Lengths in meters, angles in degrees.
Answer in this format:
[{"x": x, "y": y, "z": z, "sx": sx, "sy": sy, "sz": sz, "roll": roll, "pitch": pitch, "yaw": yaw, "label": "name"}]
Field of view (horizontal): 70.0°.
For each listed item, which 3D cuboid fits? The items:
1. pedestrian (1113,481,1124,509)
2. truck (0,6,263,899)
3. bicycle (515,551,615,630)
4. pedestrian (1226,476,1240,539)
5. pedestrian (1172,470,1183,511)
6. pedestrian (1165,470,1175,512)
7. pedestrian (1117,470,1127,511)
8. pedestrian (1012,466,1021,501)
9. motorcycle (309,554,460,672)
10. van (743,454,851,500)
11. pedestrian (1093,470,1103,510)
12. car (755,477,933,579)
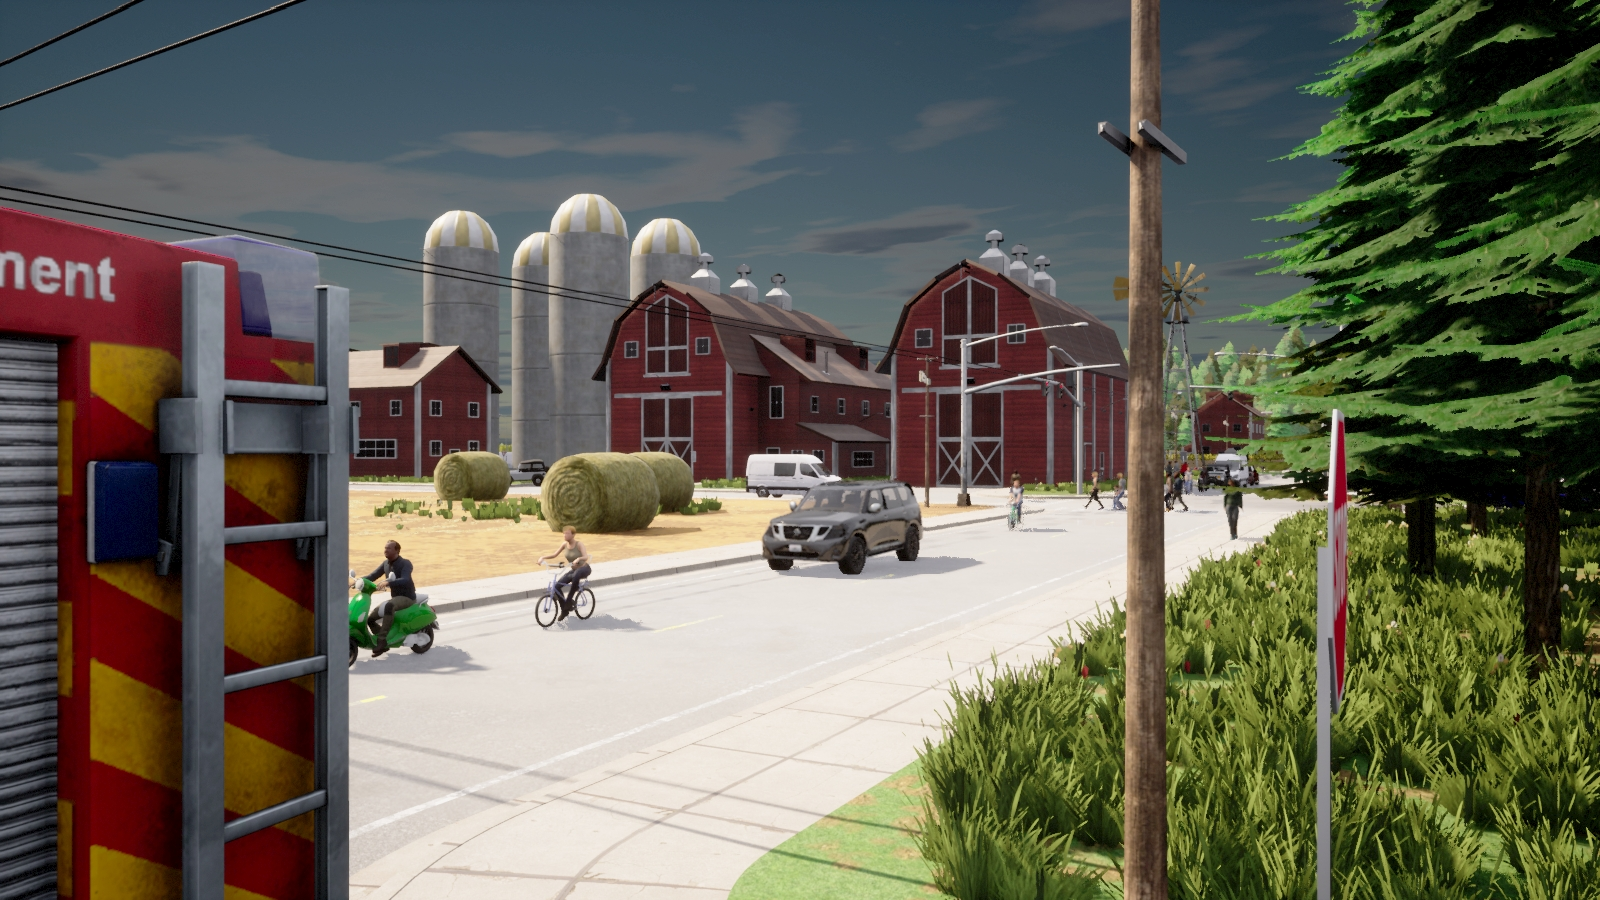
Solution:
[{"x": 14.895, "y": 2.119, "z": 53.455, "sx": 0.375, "sy": 1.300, "sz": 0.375, "roll": 0, "pitch": 0, "yaw": 32, "label": "pedestrian"}, {"x": -6.084, "y": 0.867, "z": 3.643, "sx": 8.468, "sy": 3.827, "sz": 2.891, "roll": 0, "pitch": 0, "yaw": 21, "label": "truck"}, {"x": -3.814, "y": 2.256, "z": 18.647, "sx": 0.859, "sy": 1.080, "sz": 1.487, "roll": 0, "pitch": 0, "yaw": 28, "label": "bicycle"}, {"x": 12.835, "y": 1.696, "z": 33.882, "sx": 0.375, "sy": 1.860, "sz": 0.375, "roll": 0, "pitch": 0, "yaw": 25, "label": "pedestrian"}, {"x": 17.240, "y": 1.840, "z": 52.225, "sx": 0.375, "sy": 1.860, "sz": 0.375, "roll": 0, "pitch": 0, "yaw": 37, "label": "pedestrian"}, {"x": 16.668, "y": 1.846, "z": 51.436, "sx": 0.375, "sy": 1.860, "sz": 0.375, "roll": 0, "pitch": 0, "yaw": 28, "label": "pedestrian"}, {"x": 14.774, "y": 1.846, "z": 52.441, "sx": 0.375, "sy": 1.860, "sz": 0.375, "roll": 0, "pitch": 0, "yaw": 28, "label": "pedestrian"}, {"x": 11.713, "y": 1.822, "z": 61.826, "sx": 0.375, "sy": 1.860, "sz": 0.375, "roll": 0, "pitch": 0, "yaw": 29, "label": "pedestrian"}, {"x": -5.557, "y": 2.142, "z": 15.380, "sx": 0.856, "sy": 1.316, "sz": 1.805, "roll": 0, "pitch": 0, "yaw": 28, "label": "motorcycle"}, {"x": -0.188, "y": 1.504, "z": 65.713, "sx": 5.915, "sy": 2.561, "sz": 1.988, "roll": 0, "pitch": 0, "yaw": 27, "label": "van"}, {"x": 13.832, "y": 1.844, "z": 53.027, "sx": 0.375, "sy": 1.860, "sz": 0.375, "roll": 0, "pitch": 0, "yaw": 24, "label": "pedestrian"}, {"x": 1.232, "y": 1.775, "z": 27.947, "sx": 2.150, "sy": 2.045, "sz": 5.566, "roll": 0, "pitch": 1, "yaw": 28, "label": "car"}]
